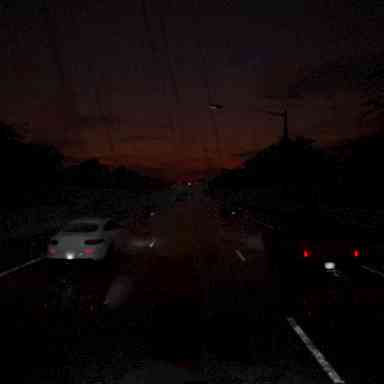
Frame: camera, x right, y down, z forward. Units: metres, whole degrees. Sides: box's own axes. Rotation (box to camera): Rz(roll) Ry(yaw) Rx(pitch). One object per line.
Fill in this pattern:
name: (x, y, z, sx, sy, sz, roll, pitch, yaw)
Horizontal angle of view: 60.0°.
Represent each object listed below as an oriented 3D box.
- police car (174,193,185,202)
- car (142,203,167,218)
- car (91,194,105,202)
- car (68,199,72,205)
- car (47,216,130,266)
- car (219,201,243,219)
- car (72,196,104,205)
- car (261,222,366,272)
police car: (-3.513, 1.781, 86.875, 2.038, 1.542, 4.974, 0, 0, 0)
car: (-3.405, 1.728, 31.262, 1.895, 1.301, 4.718, 0, 0, 0)
car: (-17.519, 1.443, 60.927, 2.150, 2.045, 5.566, 0, 0, 0)
car: (-21.019, 1.780, 60.882, 1.994, 1.385, 4.181, 0, 0, 0)
car: (-3.401, 1.572, 11.589, 1.812, 1.442, 4.674, 0, 0, 0)
car: (3.595, 1.618, 31.066, 2.128, 1.511, 4.902, 0, 0, 0)
car: (-14.084, 1.667, 45.532, 2.128, 1.511, 4.902, 0, 0, 0)
car: (3.599, 1.644, 10.904, 1.895, 1.301, 4.718, 0, 0, 0)
